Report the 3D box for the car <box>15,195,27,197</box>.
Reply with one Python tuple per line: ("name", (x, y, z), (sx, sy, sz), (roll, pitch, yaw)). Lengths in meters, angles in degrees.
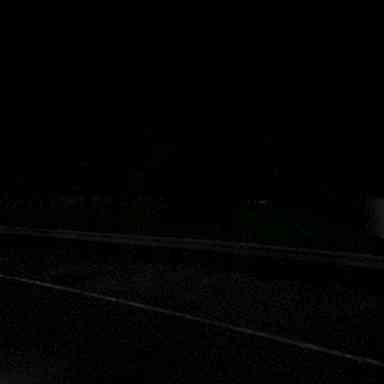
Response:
("car", (-40.828, 1.403, 79.126), (2.097, 1.767, 4.553), (0, 0, 0))
